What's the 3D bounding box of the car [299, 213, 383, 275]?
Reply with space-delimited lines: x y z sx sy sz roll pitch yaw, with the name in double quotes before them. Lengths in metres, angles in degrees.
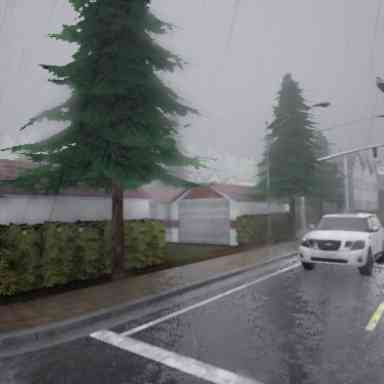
"car" 6.034 1.831 12.921 2.150 2.045 5.566 -3 -5 37
